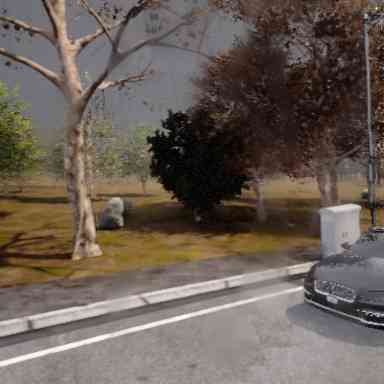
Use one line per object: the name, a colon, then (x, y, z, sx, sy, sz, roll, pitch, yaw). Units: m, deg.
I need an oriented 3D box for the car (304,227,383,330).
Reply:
car: (4.321, 1.433, 6.468, 4.892, 1.490, 1.837, -1, 1, -30)
